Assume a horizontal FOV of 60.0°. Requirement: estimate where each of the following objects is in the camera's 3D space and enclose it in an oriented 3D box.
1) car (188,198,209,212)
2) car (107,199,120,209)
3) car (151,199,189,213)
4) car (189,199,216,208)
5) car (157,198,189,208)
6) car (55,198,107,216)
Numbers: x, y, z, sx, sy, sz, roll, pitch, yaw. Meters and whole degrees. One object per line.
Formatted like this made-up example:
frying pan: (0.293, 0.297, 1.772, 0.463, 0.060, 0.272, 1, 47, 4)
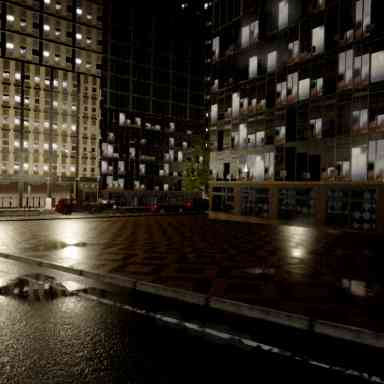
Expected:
car: (1.527, 1.783, 46.419, 5.009, 1.841, 2.192, 1, 1, -34)
car: (-12.283, 1.722, 46.546, 4.403, 1.369, 2.008, 1, 1, -34)
car: (-3.162, 1.967, 43.229, 4.507, 1.381, 1.887, 1, 1, -34)
car: (1.769, 1.874, 56.127, 4.313, 1.339, 1.947, 1, 1, -34)
car: (-3.055, 1.786, 52.837, 4.829, 1.417, 1.752, 1, 1, -34)
car: (-12.524, 1.646, 36.839, 5.009, 1.841, 2.192, 1, 1, -34)
